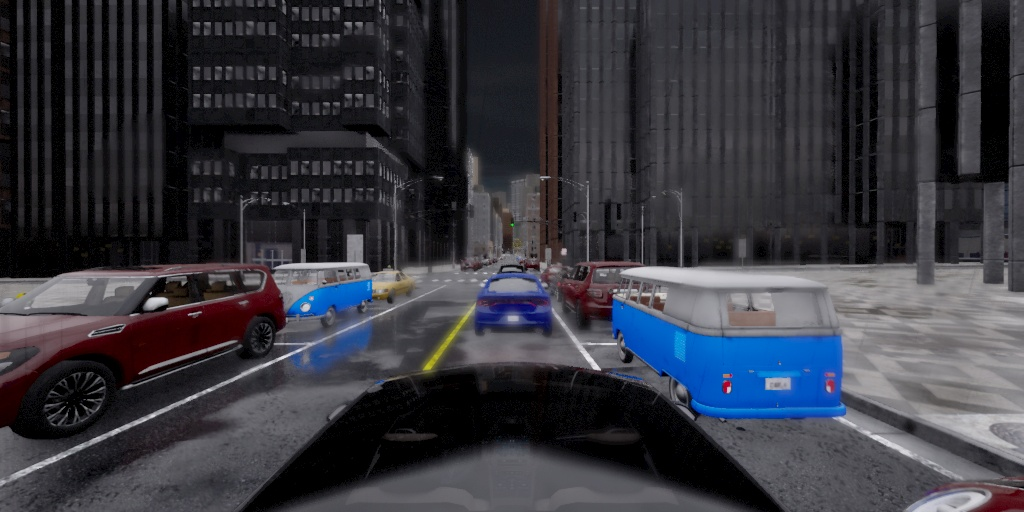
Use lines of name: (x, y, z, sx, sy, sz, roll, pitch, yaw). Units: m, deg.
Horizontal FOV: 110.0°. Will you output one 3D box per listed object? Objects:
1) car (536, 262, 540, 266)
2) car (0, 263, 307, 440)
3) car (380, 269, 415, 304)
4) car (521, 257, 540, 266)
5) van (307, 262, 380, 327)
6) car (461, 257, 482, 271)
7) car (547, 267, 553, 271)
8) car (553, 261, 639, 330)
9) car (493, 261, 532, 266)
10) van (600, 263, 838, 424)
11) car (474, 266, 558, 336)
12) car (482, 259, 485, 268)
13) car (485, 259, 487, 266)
car: (2.758, 1.300, 22.147, 1.888, 1.381, 4.507, 0, 0, 0)
car: (-5.766, 1.065, 5.581, 2.192, 1.841, 5.009, 0, 0, 0)
car: (-5.767, 1.278, 16.460, 1.751, 1.417, 4.829, 0, 0, 0)
car: (2.751, 1.090, 49.187, 2.192, 1.841, 5.009, 0, 0, 0)
van: (-5.767, 1.092, 11.106, 1.690, 1.789, 3.998, 0, 0, 0)
car: (-5.775, 1.090, 49.194, 2.192, 1.841, 5.009, 0, 0, 0)
car: (2.760, 1.303, 16.621, 2.007, 1.370, 4.403, 0, 0, 0)
car: (2.763, 1.066, 11.096, 2.192, 1.841, 5.009, 0, 0, 0)
car: (0.000, 1.261, 21.210, 1.837, 1.490, 4.892, 0, 0, 0)
van: (2.766, 1.091, 5.570, 1.690, 1.789, 3.998, 0, 0, 0)
car: (0.056, 1.229, 10.388, 1.882, 1.535, 5.008, 0, 0, 1)
car: (-5.776, 1.097, 54.837, 2.192, 1.841, 5.009, 0, 0, 0)
car: (-5.778, 1.356, 60.480, 1.948, 1.339, 4.313, 0, 0, 0)
